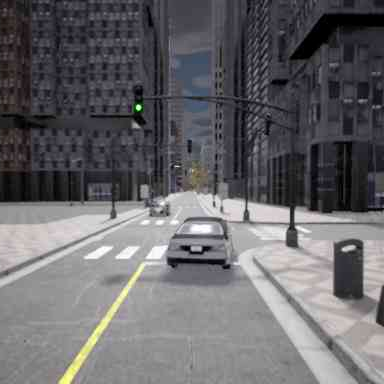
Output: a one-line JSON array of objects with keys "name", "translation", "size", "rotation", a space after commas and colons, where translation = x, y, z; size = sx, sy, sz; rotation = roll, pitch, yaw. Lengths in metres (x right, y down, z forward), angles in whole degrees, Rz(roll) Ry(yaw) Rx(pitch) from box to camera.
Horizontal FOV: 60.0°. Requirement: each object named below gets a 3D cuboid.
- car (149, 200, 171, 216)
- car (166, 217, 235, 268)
[{"name": "car", "translation": [-3.076, 1.504, 32.717], "size": [2.128, 1.511, 4.902], "rotation": [0, 0, 0]}, {"name": "car", "translation": [0.437, 1.543, 11.253], "size": [2.033, 1.411, 5.357], "rotation": [0, 0, 7]}]
